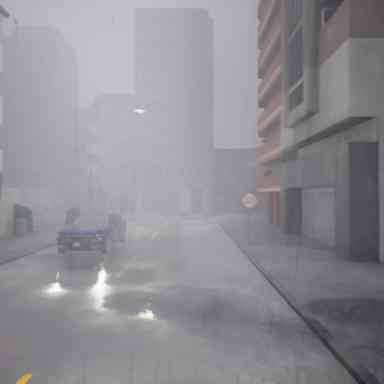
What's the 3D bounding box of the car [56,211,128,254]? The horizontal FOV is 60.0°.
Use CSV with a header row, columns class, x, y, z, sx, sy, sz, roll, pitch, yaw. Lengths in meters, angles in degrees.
class,x,y,z,sx,sy,sz,roll,pitch,yaw
car,-4.061,1.604,14.233,1.882,1.535,5.008,0,-1,0
